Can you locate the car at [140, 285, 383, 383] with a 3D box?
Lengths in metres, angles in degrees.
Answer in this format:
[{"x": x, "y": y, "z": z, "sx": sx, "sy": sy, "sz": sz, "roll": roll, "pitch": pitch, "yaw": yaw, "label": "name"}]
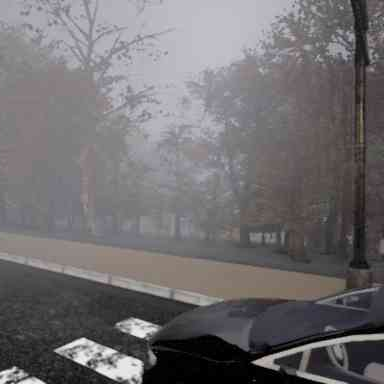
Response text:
[{"x": 1.738, "y": 1.491, "z": 2.437, "sx": 4.902, "sy": 1.511, "sz": 2.128, "roll": 0, "pitch": 0, "yaw": 35, "label": "car"}]
